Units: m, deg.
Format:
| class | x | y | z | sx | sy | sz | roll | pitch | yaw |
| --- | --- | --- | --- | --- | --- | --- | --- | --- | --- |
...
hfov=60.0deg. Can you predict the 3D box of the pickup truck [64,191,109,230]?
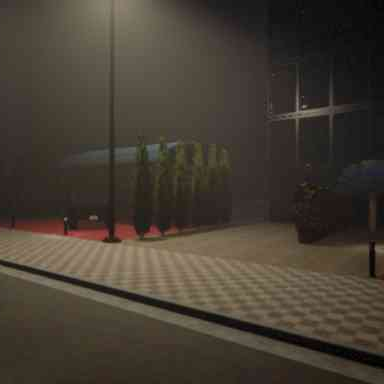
| class | x | y | z | sx | sy | sz | roll | pitch | yaw |
| --- | --- | --- | --- | --- | --- | --- | --- | --- | --- |
| pickup truck | -6.403 | 0.984 | 20.252 | 2.390 | 2.098 | 6.274 | 0 | 0 | -24 |
